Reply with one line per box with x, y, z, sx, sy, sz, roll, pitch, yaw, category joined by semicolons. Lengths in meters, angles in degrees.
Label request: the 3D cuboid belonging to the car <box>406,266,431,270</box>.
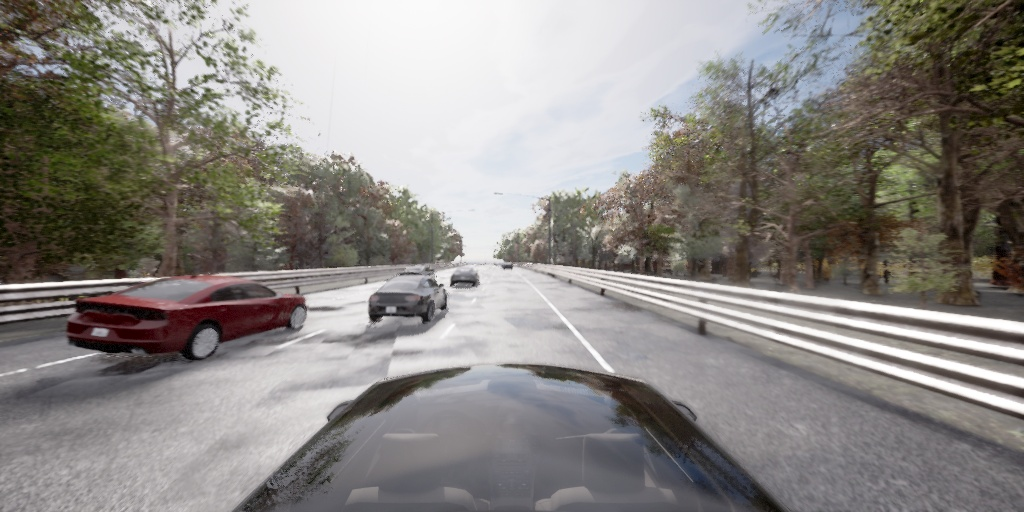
-7.140;1.517;27.708;1.837;1.490;4.892;0;-1;-1;car

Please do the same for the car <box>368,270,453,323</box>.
-3.447;1.381;12.482;1.812;1.442;4.674;0;-1;0;car

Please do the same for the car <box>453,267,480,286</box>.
-3.646;1.580;28.278;1.994;1.385;4.181;0;-1;-1;car

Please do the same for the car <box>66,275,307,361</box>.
-6.920;1.209;8.531;1.882;1.535;5.008;6;-2;0;car
